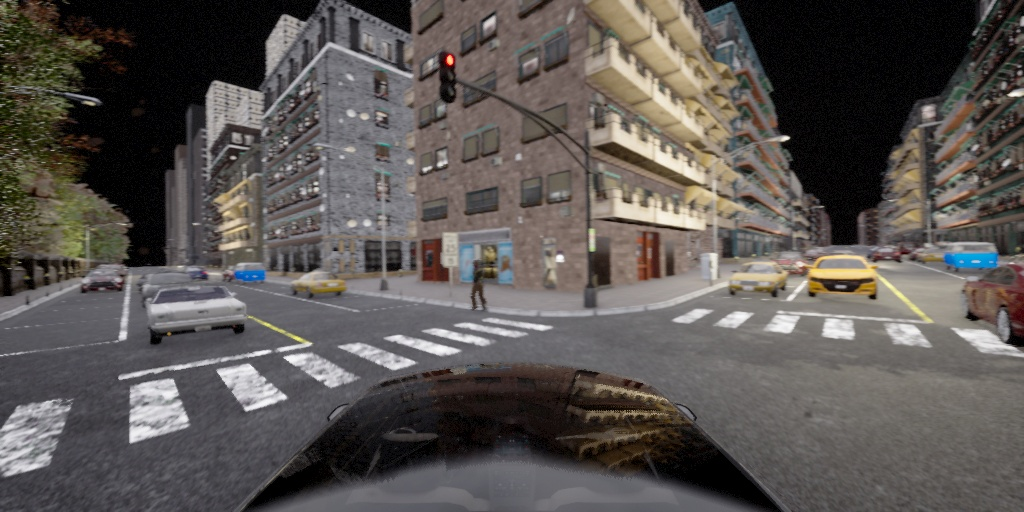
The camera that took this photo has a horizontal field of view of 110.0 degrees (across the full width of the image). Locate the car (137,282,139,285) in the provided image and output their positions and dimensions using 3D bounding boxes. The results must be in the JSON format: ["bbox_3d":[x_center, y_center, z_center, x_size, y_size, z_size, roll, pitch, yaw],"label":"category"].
[{"bbox_3d":[-23.785,1.753,24.158,4.718,1.301,1.895,-1,0,43],"label":"car"}]

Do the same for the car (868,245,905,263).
[{"bbox_3d":[35.730,-0.087,34.296,1.812,1.442,4.674,-2,1,43],"label":"car"}]

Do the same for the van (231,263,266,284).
[{"bbox_3d":[-22.773,1.495,31.160,3.998,1.789,1.690,0,0,43],"label":"van"}]

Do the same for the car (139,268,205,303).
[{"bbox_3d":[-16.330,1.517,17.119,4.892,1.490,1.837,-1,0,43],"label":"car"}]

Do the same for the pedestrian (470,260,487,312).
[{"bbox_3d":[-1.233,1.049,12.691,0.375,1.860,0.375,-2,-1,43],"label":"pedestrian"}]

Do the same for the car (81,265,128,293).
[{"bbox_3d":[-28.519,1.672,25.061,4.097,1.591,1.967,0,0,43],"label":"car"}]

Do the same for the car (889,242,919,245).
[{"bbox_3d":[47.441,-0.730,43.039,2.192,1.841,5.009,0,0,43],"label":"car"}]

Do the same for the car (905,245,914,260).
[{"bbox_3d":[39.802,-0.164,34.739,1.802,1.307,4.207,0,0,43],"label":"car"}]

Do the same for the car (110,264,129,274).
[{"bbox_3d":[-36.578,1.700,32.660,5.009,1.841,2.192,0,0,43],"label":"car"}]

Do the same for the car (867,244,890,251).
[{"bbox_3d":[42.504,-0.352,41.669,1.812,1.442,4.674,-2,0,43],"label":"car"}]

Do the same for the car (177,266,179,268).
[{"bbox_3d":[-39.865,1.963,43.713,4.902,1.511,2.128,-1,0,43],"label":"car"}]

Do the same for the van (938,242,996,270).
[{"bbox_3d":[28.342,0.043,22.287,1.690,1.789,3.998,0,0,43],"label":"van"}]

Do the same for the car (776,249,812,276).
[{"bbox_3d":[18.360,0.454,23.815,1.967,1.591,4.097,0,0,43],"label":"car"}]

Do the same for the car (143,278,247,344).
[{"bbox_3d":[-9.077,1.477,10.235,4.718,1.301,1.895,-1,0,44],"label":"car"}]

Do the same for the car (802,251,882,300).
[{"bbox_3d":[13.068,0.724,14.265,1.882,1.535,5.008,-2,1,43],"label":"car"}]

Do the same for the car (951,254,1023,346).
[{"bbox_3d":[10.874,0.841,7.153,1.882,1.535,5.008,-2,1,43],"label":"car"}]

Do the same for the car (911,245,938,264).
[{"bbox_3d":[36.098,-0.072,30.713,1.751,1.417,4.829,0,0,43],"label":"car"}]

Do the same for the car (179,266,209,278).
[{"bbox_3d":[-32.604,1.857,36.863,4.674,1.442,1.812,-1,0,43],"label":"car"}]

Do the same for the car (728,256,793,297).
[{"bbox_3d":[10.606,0.840,15.389,1.751,1.417,4.829,0,0,43],"label":"car"}]

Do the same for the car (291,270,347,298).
[{"bbox_3d":[-10.809,1.452,19.876,4.829,1.417,1.751,0,0,43],"label":"car"}]

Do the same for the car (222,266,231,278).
[{"bbox_3d":[-26.801,1.671,34.960,4.097,1.591,1.967,0,0,43],"label":"car"}]

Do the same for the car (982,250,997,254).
[{"bbox_3d":[20.703,0.552,13.987,2.007,1.370,4.403,0,0,43],"label":"car"}]

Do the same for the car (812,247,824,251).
[{"bbox_3d":[33.640,-0.039,40.416,1.888,1.381,4.507,0,0,43],"label":"car"}]
